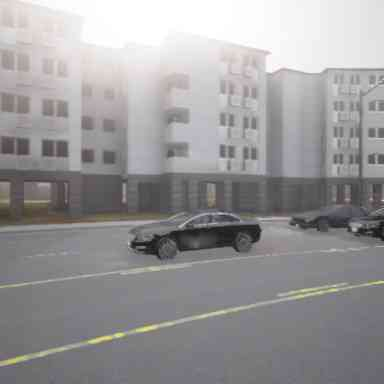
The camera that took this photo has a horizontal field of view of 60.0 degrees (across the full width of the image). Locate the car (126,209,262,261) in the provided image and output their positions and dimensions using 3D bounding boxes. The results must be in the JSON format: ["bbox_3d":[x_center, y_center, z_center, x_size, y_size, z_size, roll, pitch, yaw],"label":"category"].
[{"bbox_3d":[0.182,1.386,11.781,4.902,1.511,2.128,0,0,-26],"label":"car"}]

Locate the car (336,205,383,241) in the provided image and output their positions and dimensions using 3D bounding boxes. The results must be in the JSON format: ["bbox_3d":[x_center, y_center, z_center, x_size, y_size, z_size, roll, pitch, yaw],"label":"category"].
[{"bbox_3d":[9.624,1.415,15.473,4.902,1.511,2.128,0,1,-15],"label":"car"}]

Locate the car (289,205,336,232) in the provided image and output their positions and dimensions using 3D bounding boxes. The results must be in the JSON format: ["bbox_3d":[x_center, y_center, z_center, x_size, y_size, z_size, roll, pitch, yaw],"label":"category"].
[{"bbox_3d":[8.272,1.423,18.723,5.357,1.411,2.033,0,1,-15],"label":"car"}]
